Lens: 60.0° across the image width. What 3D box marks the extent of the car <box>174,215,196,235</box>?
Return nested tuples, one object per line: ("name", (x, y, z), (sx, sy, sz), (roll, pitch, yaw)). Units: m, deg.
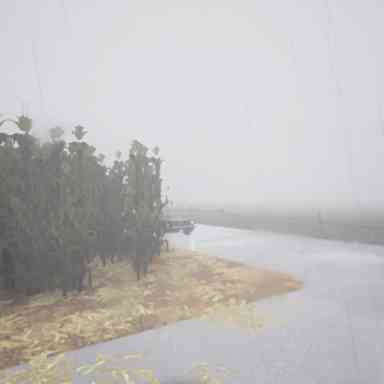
("car", (-1.813, 1.684, 18.694), (1.895, 1.301, 4.718), (0, -1, -35))
